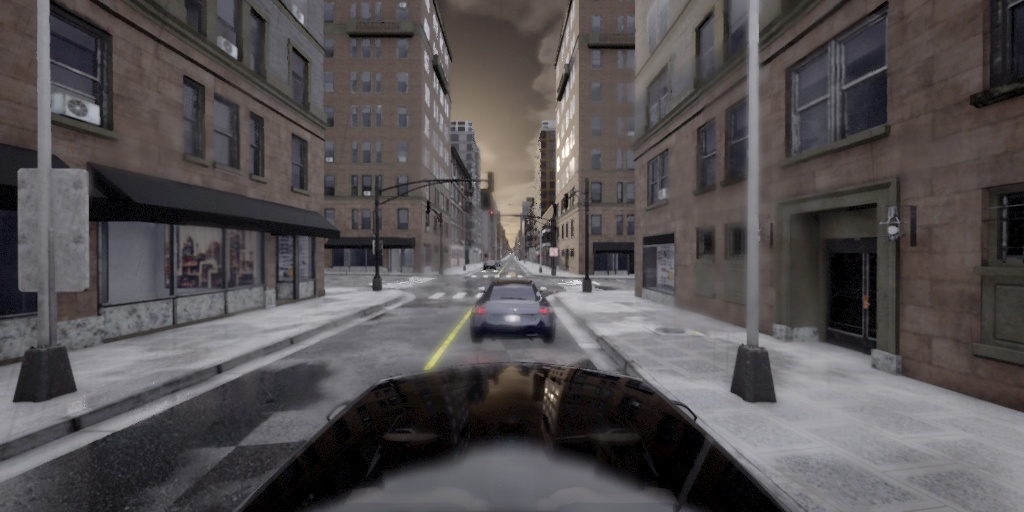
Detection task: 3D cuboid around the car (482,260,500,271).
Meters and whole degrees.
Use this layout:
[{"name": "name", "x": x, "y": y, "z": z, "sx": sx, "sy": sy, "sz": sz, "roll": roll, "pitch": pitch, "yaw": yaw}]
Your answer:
[{"name": "car", "x": -3.050, "y": 1.288, "z": 50.001, "sx": 1.837, "sy": 1.490, "sz": 4.892, "roll": 0, "pitch": 0, "yaw": 0}]

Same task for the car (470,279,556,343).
[{"name": "car", "x": 0.017, "y": 1.310, "z": 9.667, "sx": 1.994, "sy": 1.385, "sz": 4.181, "roll": 0, "pitch": 0, "yaw": 0}]
